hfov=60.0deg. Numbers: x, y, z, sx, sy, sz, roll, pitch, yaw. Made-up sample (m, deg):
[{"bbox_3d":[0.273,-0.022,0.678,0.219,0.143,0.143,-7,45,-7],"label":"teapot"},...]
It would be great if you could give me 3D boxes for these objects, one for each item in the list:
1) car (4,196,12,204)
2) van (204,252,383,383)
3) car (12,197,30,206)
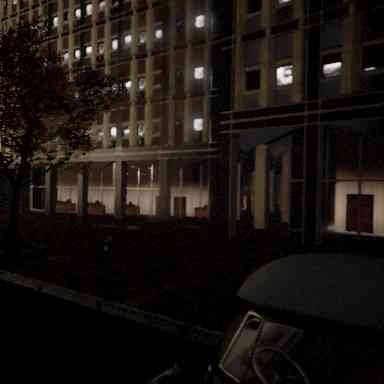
[{"bbox_3d":[-31.866,1.258,54.781,1.947,1.339,4.313,2,1,30],"label":"car"},{"bbox_3d":[1.869,1.342,1.519,3.998,1.788,1.690,0,1,36],"label":"van"},{"bbox_3d":[-24.540,1.451,50.712,1.802,1.307,4.206,2,1,30],"label":"car"}]
